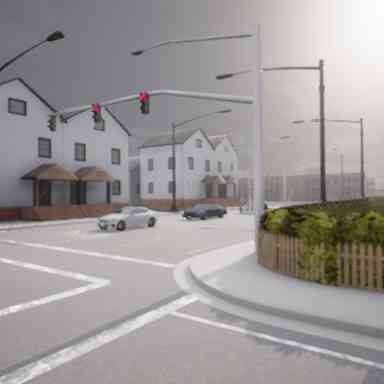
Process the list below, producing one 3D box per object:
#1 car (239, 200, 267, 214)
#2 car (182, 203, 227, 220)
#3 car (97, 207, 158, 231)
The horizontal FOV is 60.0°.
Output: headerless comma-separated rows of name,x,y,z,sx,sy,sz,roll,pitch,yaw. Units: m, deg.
car,7.171,1.694,38.838,2.128,1.511,4.902,-1,0,35
car,1.285,1.749,30.355,2.033,1.411,5.357,-1,0,35
car,-4.212,1.726,22.412,1.812,1.442,4.674,-1,0,35
